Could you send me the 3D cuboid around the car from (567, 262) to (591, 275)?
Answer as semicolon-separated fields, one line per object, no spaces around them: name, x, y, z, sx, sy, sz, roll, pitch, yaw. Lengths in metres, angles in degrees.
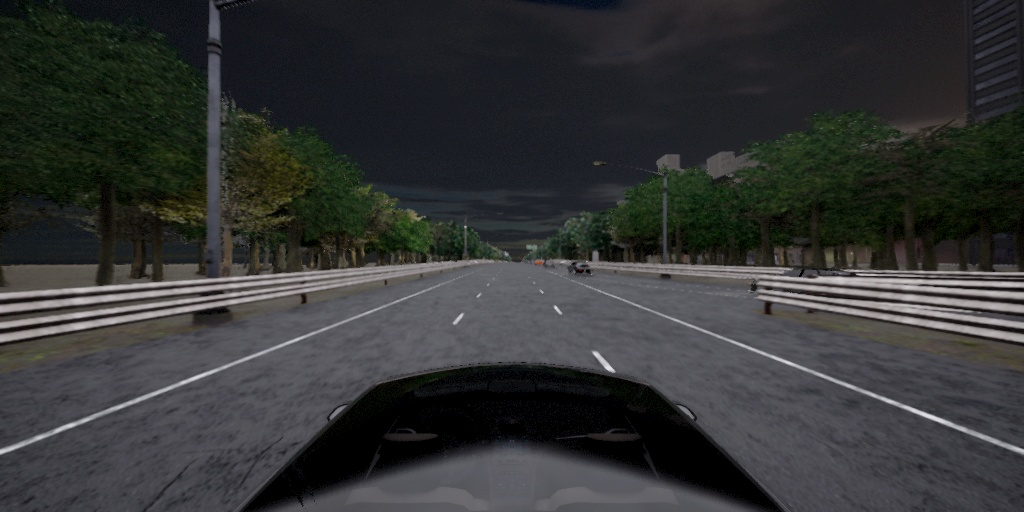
car;7.823;1.408;42.318;1.837;1.490;4.892;0;0;-6

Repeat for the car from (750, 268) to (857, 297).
car;14.165;1.330;17.285;1.837;1.490;4.892;0;-1;-20
